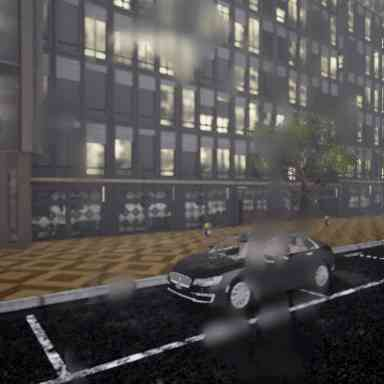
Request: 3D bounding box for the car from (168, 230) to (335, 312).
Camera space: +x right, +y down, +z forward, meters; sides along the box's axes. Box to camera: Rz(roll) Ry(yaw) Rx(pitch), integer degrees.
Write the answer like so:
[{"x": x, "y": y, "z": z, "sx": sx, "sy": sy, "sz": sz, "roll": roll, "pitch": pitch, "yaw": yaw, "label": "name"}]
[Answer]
[{"x": 1.529, "y": 1.586, "z": 7.650, "sx": 4.403, "sy": 1.369, "sz": 2.008, "roll": 0, "pitch": -1, "yaw": -35, "label": "car"}]
